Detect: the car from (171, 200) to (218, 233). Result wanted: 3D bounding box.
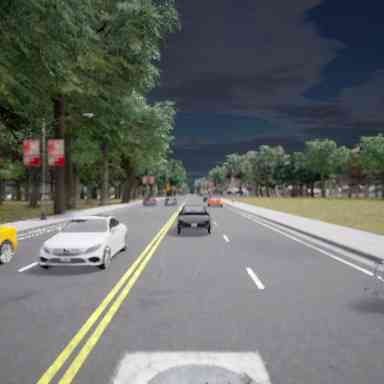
[{"bbox_3d":[0.110,1.460,19.328,2.128,1.511,4.902,0,0,0],"label":"car"}]

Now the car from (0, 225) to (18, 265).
[{"bbox_3d":[-6.596,1.461,8.736,1.882,1.535,5.008,0,0,0],"label":"car"}]

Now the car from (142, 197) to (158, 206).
[{"bbox_3d":[-6.529,1.469,52.013,1.812,1.442,4.674,0,0,0],"label":"car"}]

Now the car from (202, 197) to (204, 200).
[{"bbox_3d":[3.290,1.451,70.753,1.837,1.490,4.892,0,0,0],"label":"car"}]

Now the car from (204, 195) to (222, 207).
[{"bbox_3d":[3.379,1.296,50.907,2.097,1.767,4.553,0,0,0],"label":"car"}]

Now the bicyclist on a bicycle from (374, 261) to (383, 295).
[{"bbox_3d":[4.147,1.358,6.655,0.659,1.776,1.843,0,0,0],"label":"bicyclist on a bicycle"}]

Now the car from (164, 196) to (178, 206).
[{"bbox_3d":[-3.290,1.435,52.403,2.128,1.511,4.902,0,0,0],"label":"car"}]

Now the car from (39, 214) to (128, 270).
[{"bbox_3d":[-3.344,1.506,11.140,1.812,1.442,4.674,0,0,0],"label":"car"}]
